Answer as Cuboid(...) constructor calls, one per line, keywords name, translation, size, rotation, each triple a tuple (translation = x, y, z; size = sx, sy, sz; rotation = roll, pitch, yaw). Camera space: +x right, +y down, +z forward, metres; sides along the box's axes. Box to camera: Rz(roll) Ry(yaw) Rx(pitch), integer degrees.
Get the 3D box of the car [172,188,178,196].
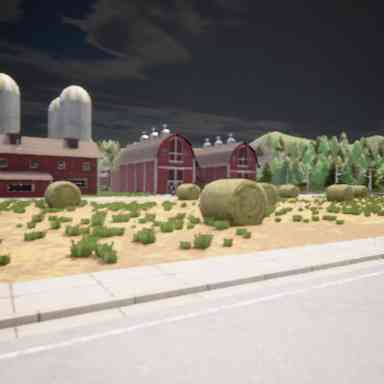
Cuboid(name="car", translation=(-3.170, 0.044, 74.909), size=(1.905, 1.878, 3.866), rotation=(6, 4, 13))
